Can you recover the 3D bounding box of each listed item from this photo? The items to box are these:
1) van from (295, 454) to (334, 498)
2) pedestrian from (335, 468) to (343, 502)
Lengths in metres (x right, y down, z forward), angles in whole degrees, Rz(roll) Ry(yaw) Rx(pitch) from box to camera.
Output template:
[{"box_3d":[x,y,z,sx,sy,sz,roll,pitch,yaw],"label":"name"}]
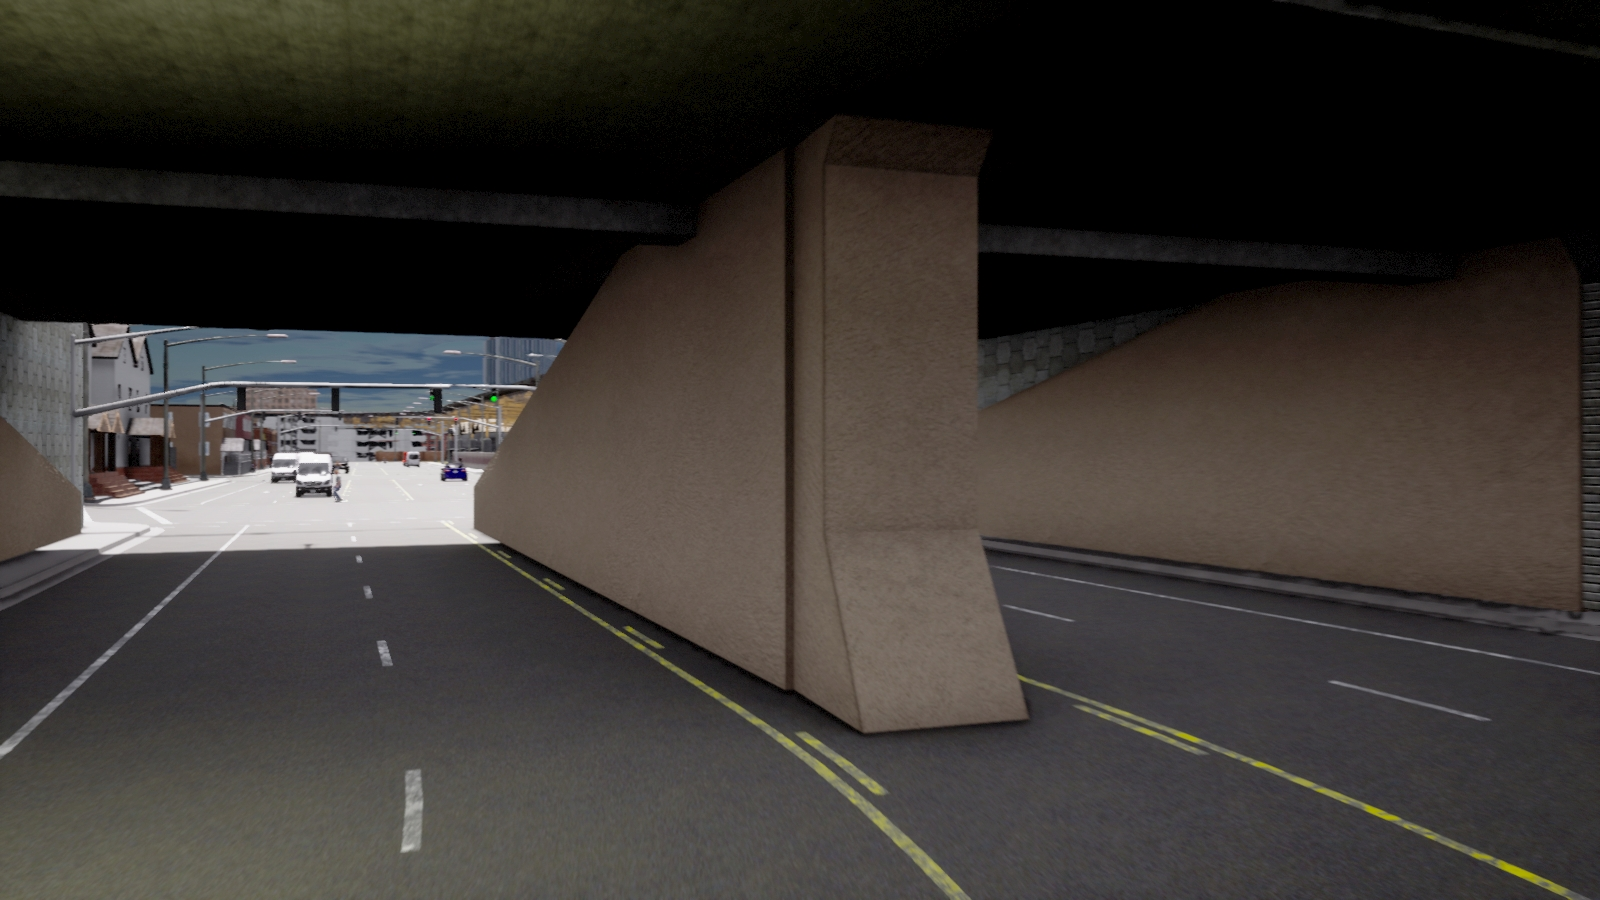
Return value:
[{"box_3d":[-29.780,1.551,70.144,1.988,2.561,5.915,0,0,-21],"label":"van"},{"box_3d":[-24.808,1.878,61.455,0.375,1.860,0.375,0,0,-30],"label":"pedestrian"}]
